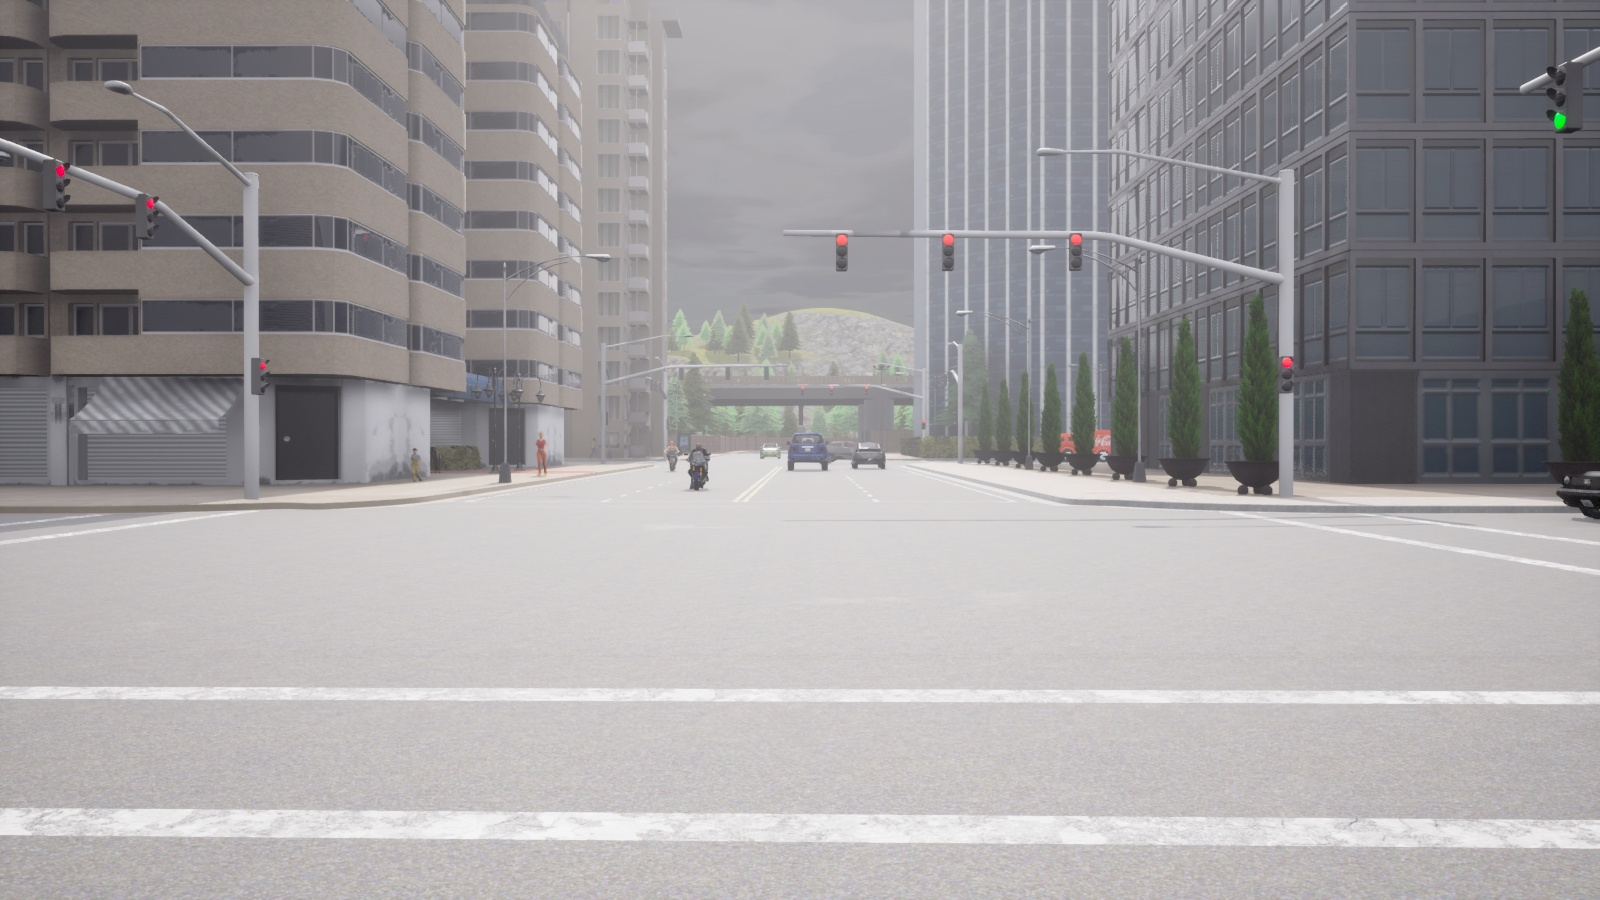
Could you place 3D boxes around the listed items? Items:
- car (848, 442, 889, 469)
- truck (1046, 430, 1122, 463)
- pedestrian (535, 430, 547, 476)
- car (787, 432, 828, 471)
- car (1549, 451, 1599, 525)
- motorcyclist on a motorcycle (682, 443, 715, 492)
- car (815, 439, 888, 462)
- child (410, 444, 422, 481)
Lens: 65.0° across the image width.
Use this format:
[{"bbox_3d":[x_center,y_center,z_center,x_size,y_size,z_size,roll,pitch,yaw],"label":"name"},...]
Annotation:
[{"bbox_3d":[3.955,0.294,72.949,2.128,1.511,4.902,0,0,0],"label":"car"},{"bbox_3d":[21.701,-0.265,96.011,5.204,2.467,2.627,0,0,0],"label":"truck"},{"bbox_3d":[-10.372,0.108,50.286,0.345,1.836,0.594,0,0,2],"label":"pedestrian"},{"bbox_3d":[0.429,0.077,68.917,2.150,2.045,5.566,0,0,0],"label":"car"},{"bbox_3d":[16.486,0.677,22.714,4.718,1.301,1.895,0,0,1],"label":"car"},{"bbox_3d":[-3.242,0.551,40.296,0.866,1.530,2.191,0,0,0],"label":"motorcyclist on a motorcycle"},{"bbox_3d":[3.608,0.026,88.939,5.027,1.651,2.152,0,0,0],"label":"car"},{"bbox_3d":[-13.223,0.430,43.228,0.270,1.263,0.437,0,0,2],"label":"child"}]
